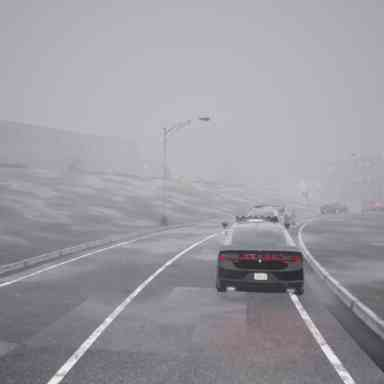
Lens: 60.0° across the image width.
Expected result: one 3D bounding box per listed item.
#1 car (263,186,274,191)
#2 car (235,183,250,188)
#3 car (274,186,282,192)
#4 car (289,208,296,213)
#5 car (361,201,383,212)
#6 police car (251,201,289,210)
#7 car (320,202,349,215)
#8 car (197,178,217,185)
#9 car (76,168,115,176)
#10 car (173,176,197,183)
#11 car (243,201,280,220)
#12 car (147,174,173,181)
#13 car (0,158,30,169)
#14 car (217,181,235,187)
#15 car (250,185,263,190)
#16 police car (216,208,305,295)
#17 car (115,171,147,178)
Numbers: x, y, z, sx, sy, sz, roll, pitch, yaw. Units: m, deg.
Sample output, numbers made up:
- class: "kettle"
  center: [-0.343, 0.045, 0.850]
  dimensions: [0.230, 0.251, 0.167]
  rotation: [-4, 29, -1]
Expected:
- class: "car"
  center: [17.043, -0.641, 79.847]
  dimensions: [2.185, 1.767, 4.553]
  rotation: [-4, -6, 41]
- class: "car"
  center: [9.733, -1.086, 71.561]
  dimensions: [2.002, 1.452, 4.674]
  rotation: [-4, -6, 43]
- class: "car"
  center: [20.628, -0.417, 84.158]
  dimensions: [2.435, 2.045, 5.566]
  rotation: [-3, -6, 40]
- class: "car"
  center: [6.135, 1.693, 23.519]
  dimensions: [1.837, 1.490, 4.892]
  rotation: [-2, -1, 24]
- class: "car"
  center: [27.243, 2.117, 49.756]
  dimensions: [4.553, 1.767, 2.097]
  rotation: [2, -4, -39]
- class: "police car"
  center: [4.060, 1.544, 18.299]
  dimensions: [1.930, 1.638, 5.238]
  rotation: [-1, -1, 19]
- class: "car"
  center: [17.851, 2.050, 41.594]
  dimensions: [4.892, 1.490, 1.837]
  rotation: [1, -4, -41]
- class: "car"
  center: [1.943, -1.825, 63.480]
  dimensions: [4.553, 1.767, 2.185]
  rotation: [4, -6, -44]
- class: "car"
  center: [-14.381, -2.726, 48.558]
  dimensions: [4.892, 1.521, 2.231]
  rotation: [3, -5, -41]
- class: "car"
  center: [-2.011, -1.972, 59.624]
  dimensions: [5.008, 1.535, 2.097]
  rotation: [4, -6, -43]
- class: "car"
  center: [7.278, 1.855, 34.424]
  dimensions: [2.097, 1.767, 4.553]
  rotation: [-3, -3, 35]
- class: "car"
  center: [-6.065, -2.200, 55.842]
  dimensions: [4.674, 1.452, 2.002]
  rotation: [4, -6, -42]
- class: "car"
  center: [-22.682, -3.284, 41.450]
  dimensions: [4.553, 1.767, 2.185]
  rotation: [3, -5, -41]
- class: "car"
  center: [5.949, -1.381, 67.553]
  dimensions: [2.163, 1.488, 4.792]
  rotation: [-4, -6, 44]
- class: "car"
  center: [13.364, -0.838, 75.580]
  dimensions: [2.231, 1.521, 4.892]
  rotation: [-4, -6, 42]
- class: "police car"
  center: [1.748, 1.458, 9.038]
  dimensions: [1.930, 1.638, 5.238]
  rotation: [-1, 0, 9]
- class: "car"
  center: [-10.200, -2.495, 52.154]
  dimensions: [4.892, 1.521, 2.231]
  rotation: [3, -5, -41]
